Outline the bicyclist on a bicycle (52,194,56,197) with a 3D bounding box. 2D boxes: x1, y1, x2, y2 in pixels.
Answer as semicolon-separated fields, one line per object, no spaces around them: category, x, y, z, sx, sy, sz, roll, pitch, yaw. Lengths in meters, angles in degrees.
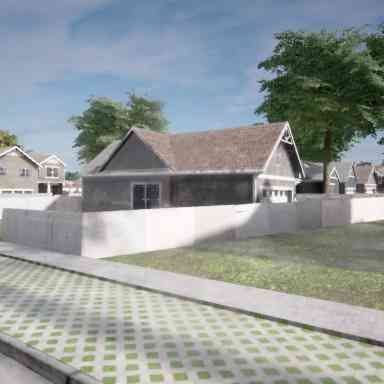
bicyclist on a bicycle;-13.073;1.028;31.582;1.656;1.620;0.582;0;1;34
